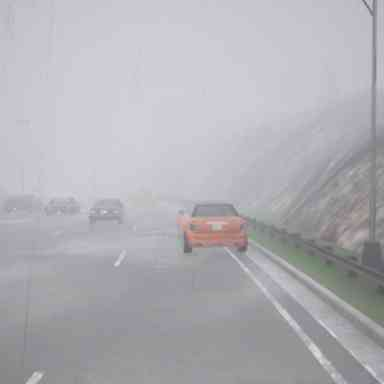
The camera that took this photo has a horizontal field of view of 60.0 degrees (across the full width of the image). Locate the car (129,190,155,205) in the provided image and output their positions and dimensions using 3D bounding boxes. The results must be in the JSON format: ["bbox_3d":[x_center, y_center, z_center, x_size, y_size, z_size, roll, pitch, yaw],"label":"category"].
[{"bbox_3d":[-5.562,0.528,37.731,2.097,1.767,4.553,0,1,-16],"label":"car"}]

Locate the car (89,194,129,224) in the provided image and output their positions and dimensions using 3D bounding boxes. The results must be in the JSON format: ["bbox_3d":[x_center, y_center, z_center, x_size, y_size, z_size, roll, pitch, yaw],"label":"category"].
[{"bbox_3d":[-5.189,1.097,20.609,2.033,1.411,5.357,0,1,-9],"label":"car"}]

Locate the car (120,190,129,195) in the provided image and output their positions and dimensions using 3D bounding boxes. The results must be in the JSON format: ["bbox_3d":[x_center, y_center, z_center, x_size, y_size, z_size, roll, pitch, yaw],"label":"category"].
[{"bbox_3d":[-9.339,0.415,48.776,1.882,1.535,5.008,-1,1,-22],"label":"car"}]

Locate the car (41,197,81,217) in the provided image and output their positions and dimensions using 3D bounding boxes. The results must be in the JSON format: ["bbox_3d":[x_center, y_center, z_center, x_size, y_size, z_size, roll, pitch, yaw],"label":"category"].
[{"bbox_3d":[-9.557,1.060,24.935,1.895,1.301,4.718,0,1,-11],"label":"car"}]

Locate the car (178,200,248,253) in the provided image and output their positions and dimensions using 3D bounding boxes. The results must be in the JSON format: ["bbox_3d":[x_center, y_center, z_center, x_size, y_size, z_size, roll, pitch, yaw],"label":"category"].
[{"bbox_3d":[0.593,1.073,12.541,2.097,1.767,4.553,0,1,-6],"label":"car"}]

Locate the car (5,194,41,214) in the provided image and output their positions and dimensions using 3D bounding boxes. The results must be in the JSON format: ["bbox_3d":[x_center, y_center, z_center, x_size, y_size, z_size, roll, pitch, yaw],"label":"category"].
[{"bbox_3d":[-13.616,0.921,27.041,1.837,1.490,4.892,0,1,-13],"label":"car"}]
